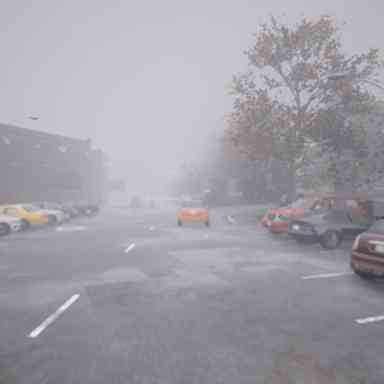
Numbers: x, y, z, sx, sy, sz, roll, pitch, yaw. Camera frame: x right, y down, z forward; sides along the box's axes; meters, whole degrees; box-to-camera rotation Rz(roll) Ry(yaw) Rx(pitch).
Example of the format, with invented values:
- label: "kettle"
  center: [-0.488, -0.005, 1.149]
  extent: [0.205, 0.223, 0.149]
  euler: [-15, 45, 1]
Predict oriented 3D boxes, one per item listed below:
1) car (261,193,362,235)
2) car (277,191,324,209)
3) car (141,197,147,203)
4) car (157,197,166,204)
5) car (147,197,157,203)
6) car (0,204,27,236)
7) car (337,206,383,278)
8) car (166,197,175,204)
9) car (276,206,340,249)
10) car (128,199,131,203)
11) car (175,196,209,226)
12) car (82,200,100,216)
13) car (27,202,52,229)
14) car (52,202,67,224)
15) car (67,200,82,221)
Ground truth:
- label: "car"
  center: [6.381, 1.246, 17.251]
  extent: [5.566, 2.045, 2.435]
  euler: [1, 0, -20]
- label: "car"
  center: [12.383, 0.876, 38.168]
  extent: [4.553, 1.767, 2.097]
  euler: [-3, 1, -2]
- label: "car"
  center: [-11.925, 2.183, 87.416]
  extent: [2.097, 1.535, 5.008]
  euler: [-1, 0, -41]
- label: "car"
  center: [-5.656, 1.966, 78.089]
  extent: [2.097, 1.535, 5.008]
  euler: [-1, -1, -27]
- label: "car"
  center: [-8.407, 2.044, 82.961]
  extent: [2.231, 1.521, 4.892]
  euler: [-1, -1, -35]
- label: "car"
  center: [-11.414, 1.538, 17.241]
  extent: [4.674, 1.452, 2.002]
  euler: [-1, 0, -20]
- label: "car"
  center: [6.374, 1.363, 8.422]
  extent: [4.553, 1.767, 2.185]
  euler: [1, 0, -20]
- label: "car"
  center: [-3.451, 1.882, 72.789]
  extent: [2.231, 1.521, 4.892]
  euler: [0, 0, -18]
- label: "car"
  center: [6.428, 1.524, 14.334]
  extent: [4.792, 1.488, 2.163]
  euler: [1, 0, -20]
- label: "car"
  center: [-15.751, 2.373, 91.852]
  extent: [4.892, 1.521, 2.231]
  euler: [-4, -2, 42]
- label: "car"
  center: [0.138, 1.370, 23.848]
  extent: [2.097, 1.767, 4.553]
  euler: [0, 0, 1]
- label: "car"
  center: [-11.405, 1.512, 31.906]
  extent: [4.892, 1.521, 2.231]
  euler: [-1, 0, -20]
- label: "car"
  center: [-11.582, 1.499, 20.106]
  extent: [5.366, 1.575, 1.946]
  euler: [-1, 0, -20]
- label: "car"
  center: [-11.412, 1.543, 23.109]
  extent: [4.674, 1.452, 2.002]
  euler: [-1, 0, -20]
- label: "car"
  center: [-11.417, 1.507, 26.043]
  extent: [4.892, 1.521, 2.231]
  euler: [-1, 0, -20]
